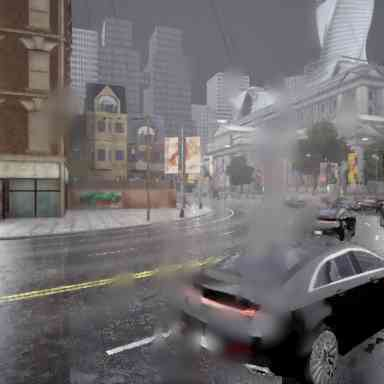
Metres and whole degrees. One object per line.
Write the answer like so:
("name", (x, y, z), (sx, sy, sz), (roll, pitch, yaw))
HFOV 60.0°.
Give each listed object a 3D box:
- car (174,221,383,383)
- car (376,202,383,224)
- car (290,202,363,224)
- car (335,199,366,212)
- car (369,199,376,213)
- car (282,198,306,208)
("car", (1.994, 1.490, 5.363), (4.902, 1.511, 2.128), (0, 0, -40))
("car", (12.159, 1.213, 19.106), (2.150, 2.045, 5.566), (0, 0, 26))
("car", (6.652, 1.481, 16.044), (2.128, 1.511, 4.902), (0, 0, 33))
("car", (16.751, 1.524, 36.795), (2.033, 1.411, 5.357), (0, 0, 4))
("car", (19.580, 1.577, 32.800), (1.895, 1.301, 4.718), (0, 0, 11))
("car", (13.241, 1.460, 43.367), (2.128, 1.511, 4.902), (0, 0, -2))
